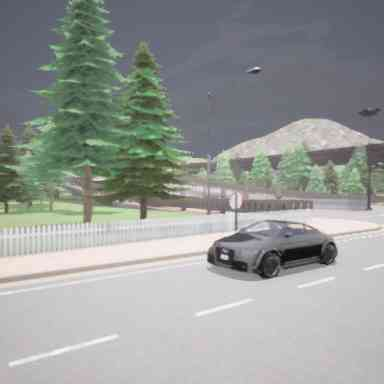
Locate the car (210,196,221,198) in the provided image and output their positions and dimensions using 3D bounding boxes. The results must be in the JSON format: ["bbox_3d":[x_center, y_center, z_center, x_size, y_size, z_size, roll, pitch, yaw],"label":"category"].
[{"bbox_3d":[3.557,1.276,44.738,1.837,1.490,4.892,0,2,-37],"label":"car"}]

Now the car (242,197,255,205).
[{"bbox_3d":[7.720,1.366,45.041,1.812,1.442,4.674,0,2,-37],"label":"car"}]

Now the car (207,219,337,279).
[{"bbox_3d":[2.498,1.551,10.049,4.181,1.385,1.994,0,0,-35],"label":"car"}]
